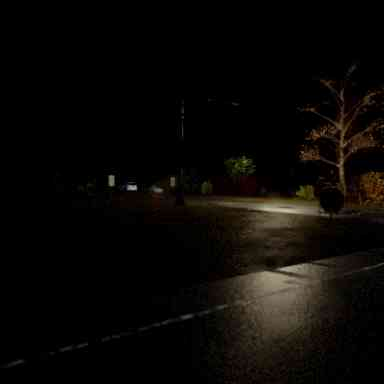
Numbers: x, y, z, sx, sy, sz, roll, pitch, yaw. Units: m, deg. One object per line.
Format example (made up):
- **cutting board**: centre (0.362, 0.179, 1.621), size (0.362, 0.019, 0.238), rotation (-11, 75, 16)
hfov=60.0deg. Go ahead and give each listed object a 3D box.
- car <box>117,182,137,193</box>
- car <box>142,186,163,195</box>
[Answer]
- **car**: centre (-12.436, -0.924, 63.600), size (2.150, 2.045, 5.566), rotation (0, 2, -36)
- **car**: centre (-6.592, -0.294, 55.455), size (1.812, 1.442, 4.674), rotation (0, 2, -36)
